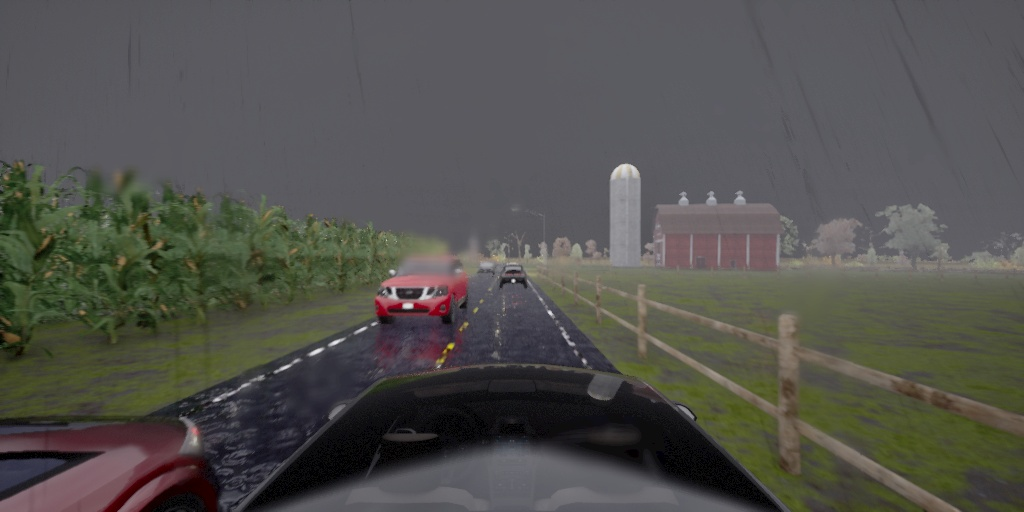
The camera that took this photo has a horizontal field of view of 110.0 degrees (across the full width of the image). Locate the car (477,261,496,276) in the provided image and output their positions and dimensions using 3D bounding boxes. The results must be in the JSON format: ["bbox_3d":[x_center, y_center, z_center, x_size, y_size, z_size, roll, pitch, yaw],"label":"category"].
[{"bbox_3d":[-2.888,1.402,41.371,1.882,1.535,5.008,0,0,0],"label":"car"}]

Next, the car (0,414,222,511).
[{"bbox_3d":[-2.839,1.310,0.528,1.994,1.385,4.181,0,0,0],"label":"car"}]

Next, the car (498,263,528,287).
[{"bbox_3d":[0.086,1.355,25.478,1.837,1.490,4.892,0,0,0],"label":"car"}]

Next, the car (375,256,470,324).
[{"bbox_3d":[-2.799,1.017,12.492,2.150,2.045,5.566,0,0,0],"label":"car"}]
